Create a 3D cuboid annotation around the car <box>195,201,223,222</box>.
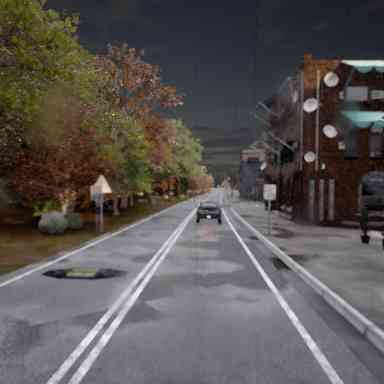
[{"bbox_3d":[1.327,1.513,26.156,1.837,1.490,4.892,0,0,3],"label":"car"}]
